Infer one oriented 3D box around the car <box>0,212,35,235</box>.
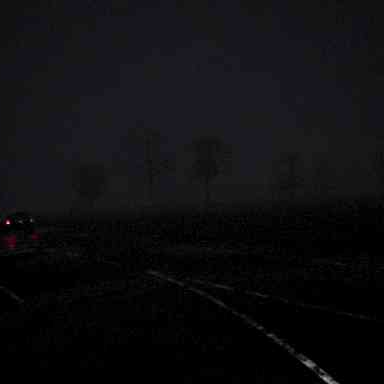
[{"bbox_3d":[-14.372,2.380,26.719,2.097,1.767,4.553,-4,0,-43],"label":"car"}]
